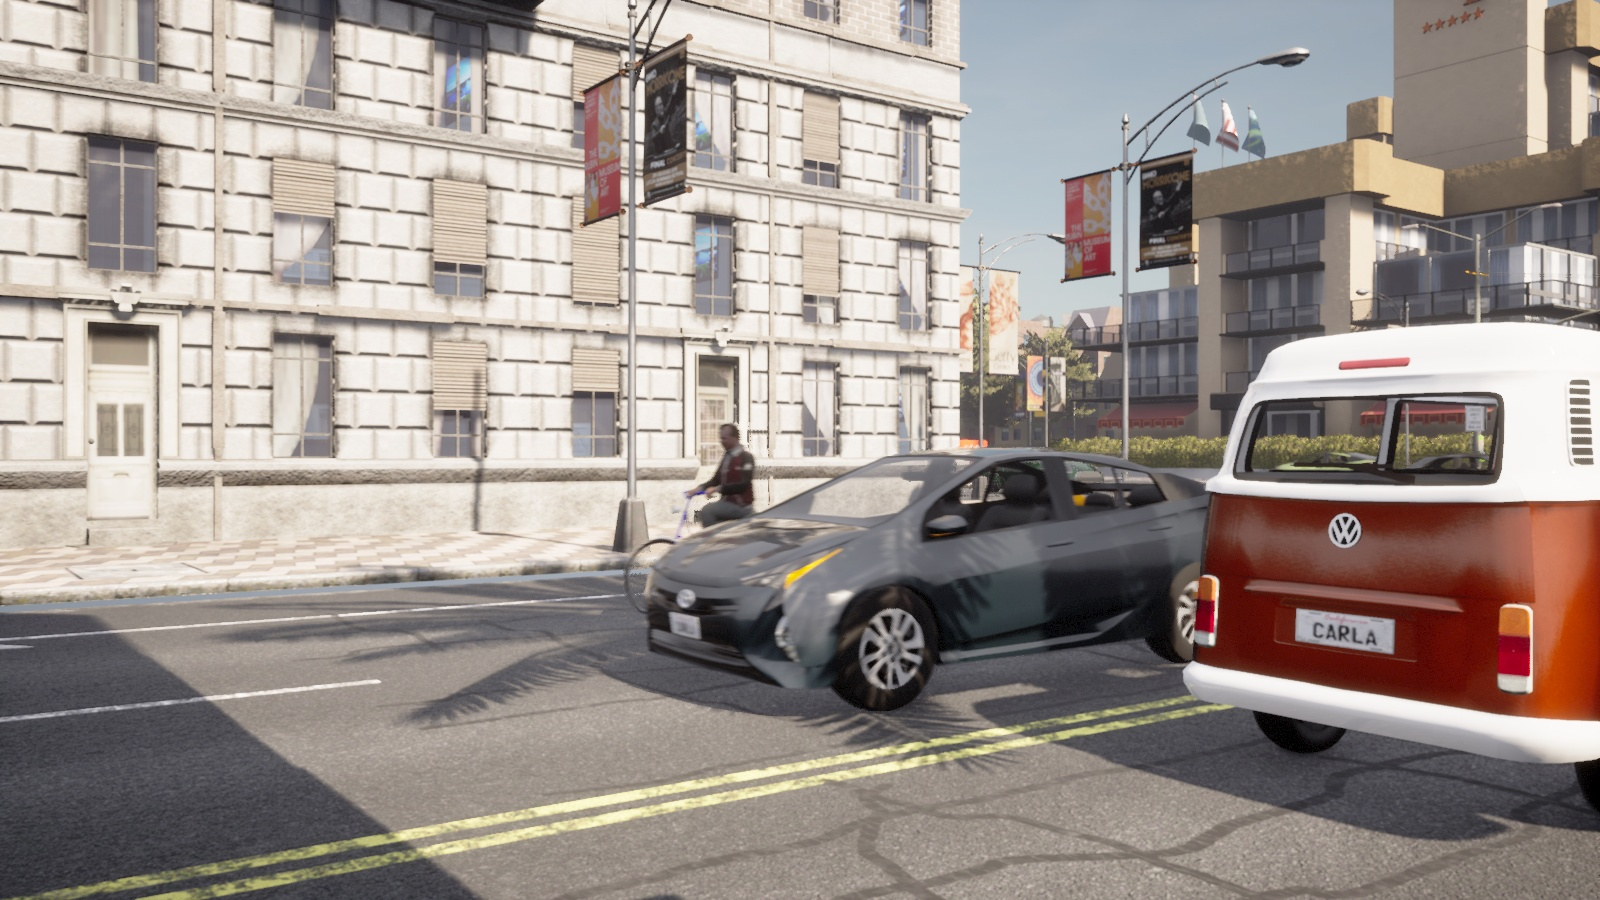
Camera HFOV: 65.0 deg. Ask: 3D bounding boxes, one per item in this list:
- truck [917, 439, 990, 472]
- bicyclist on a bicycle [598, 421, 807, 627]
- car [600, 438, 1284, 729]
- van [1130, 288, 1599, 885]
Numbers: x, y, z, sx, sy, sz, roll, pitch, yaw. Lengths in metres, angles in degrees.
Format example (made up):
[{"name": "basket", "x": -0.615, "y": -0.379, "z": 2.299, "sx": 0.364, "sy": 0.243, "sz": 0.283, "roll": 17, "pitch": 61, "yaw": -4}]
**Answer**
[{"name": "truck", "x": 11.793, "y": 0.380, "z": 96.307, "sx": 5.204, "sy": 2.467, "sz": 2.627, "roll": 0, "pitch": 0, "yaw": -36}, {"name": "bicyclist on a bicycle", "x": -0.880, "y": 0.638, "z": 11.594, "sx": 1.843, "sy": 1.776, "sz": 0.659, "roll": 0, "pitch": 0, "yaw": -35}, {"name": "car", "x": 1.113, "y": 0.703, "z": 8.717, "sx": 4.514, "sy": 1.525, "sz": 2.007, "roll": 0, "pitch": 0, "yaw": -35}, {"name": "van", "x": 3.994, "y": 0.466, "z": 6.381, "sx": 4.480, "sy": 2.038, "sz": 2.069, "roll": 0, "pitch": 0, "yaw": -35}]
